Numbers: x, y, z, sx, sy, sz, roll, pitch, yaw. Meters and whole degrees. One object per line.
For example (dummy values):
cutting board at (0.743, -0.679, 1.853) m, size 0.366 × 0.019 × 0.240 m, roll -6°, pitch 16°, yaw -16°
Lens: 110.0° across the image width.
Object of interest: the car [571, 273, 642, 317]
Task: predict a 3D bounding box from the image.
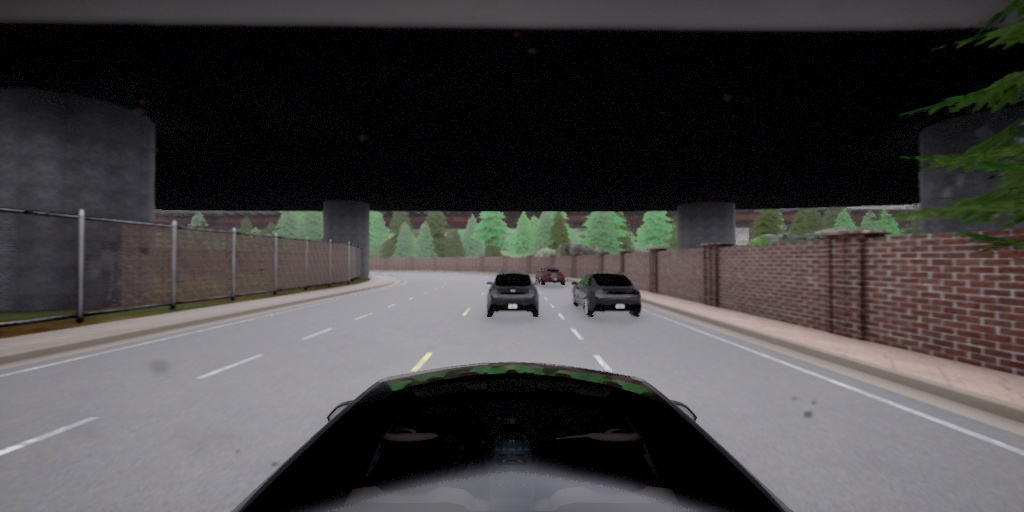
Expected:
car at (3.547, 1.416, 14.115) m, size 1.837 × 1.490 × 4.892 m, roll 0°, pitch 0°, yaw 0°

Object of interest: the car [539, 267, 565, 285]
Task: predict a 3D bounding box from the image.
car at (3.086, 1.636, 29.754) m, size 1.812 × 1.442 × 4.674 m, roll 0°, pitch 0°, yaw -6°

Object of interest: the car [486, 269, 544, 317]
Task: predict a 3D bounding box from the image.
car at (0.047, 1.415, 14.105) m, size 1.837 × 1.490 × 4.892 m, roll 0°, pitch 0°, yaw 1°
